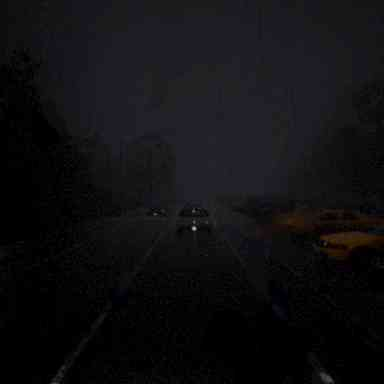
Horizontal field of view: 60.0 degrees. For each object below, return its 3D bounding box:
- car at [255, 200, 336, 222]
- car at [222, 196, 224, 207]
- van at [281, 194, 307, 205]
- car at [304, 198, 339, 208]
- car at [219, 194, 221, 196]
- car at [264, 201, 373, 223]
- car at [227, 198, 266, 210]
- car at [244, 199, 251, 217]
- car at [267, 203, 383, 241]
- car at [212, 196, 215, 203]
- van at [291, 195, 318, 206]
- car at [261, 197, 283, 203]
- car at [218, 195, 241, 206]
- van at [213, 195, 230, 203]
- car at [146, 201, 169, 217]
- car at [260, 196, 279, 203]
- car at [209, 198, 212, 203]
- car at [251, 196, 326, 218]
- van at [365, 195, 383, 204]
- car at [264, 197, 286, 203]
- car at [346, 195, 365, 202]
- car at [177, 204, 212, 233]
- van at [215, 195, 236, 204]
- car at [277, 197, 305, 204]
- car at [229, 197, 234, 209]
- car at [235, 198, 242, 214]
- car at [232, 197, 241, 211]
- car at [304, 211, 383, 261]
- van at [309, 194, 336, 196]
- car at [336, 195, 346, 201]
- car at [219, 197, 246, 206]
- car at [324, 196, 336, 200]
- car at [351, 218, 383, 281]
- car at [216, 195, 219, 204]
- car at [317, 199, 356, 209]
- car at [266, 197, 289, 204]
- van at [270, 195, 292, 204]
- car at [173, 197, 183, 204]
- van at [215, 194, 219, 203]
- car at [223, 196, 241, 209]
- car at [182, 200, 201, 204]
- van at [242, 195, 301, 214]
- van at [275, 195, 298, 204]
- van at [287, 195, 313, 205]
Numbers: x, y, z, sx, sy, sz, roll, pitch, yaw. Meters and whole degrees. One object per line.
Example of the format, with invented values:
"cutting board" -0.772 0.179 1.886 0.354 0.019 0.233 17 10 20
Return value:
"car" 6.982 1.517 21.875 4.892 1.521 2.231 0 0 0
"car" 7.168 1.632 46.861 4.892 1.521 2.231 0 0 0
"van" 20.283 1.493 66.180 4.442 1.987 1.878 0 -1 0
"car" 20.293 1.690 52.194 4.674 1.452 2.002 0 0 0
"car" 7.206 1.546 55.190 4.553 1.767 2.185 0 0 0
"car" 7.153 1.512 19.107 5.366 1.575 1.946 0 0 0
"car" 7.160 1.618 44.085 4.892 1.521 2.231 0 0 0
"car" 7.059 1.564 27.427 4.792 1.488 2.163 0 0 0
"car" 6.762 1.516 16.457 5.366 1.575 1.946 0 0 0
"car" 7.348 1.475 66.295 5.566 2.045 2.435 0 0 0
"van" 20.475 1.466 60.631 4.442 1.987 1.878 0 0 0
"car" 20.539 2.110 85.538 5.008 1.535 2.097 0 -1 0
"car" 7.010 1.641 49.638 5.366 1.575 1.946 0 0 0
"van" 7.582 1.893 85.707 4.442 1.987 1.878 0 -1 0
"car" -3.278 1.619 32.337 2.033 1.411 5.357 0 0 0
"car" 20.533 2.040 88.185 4.553 1.767 2.185 0 -1 0
"car" 7.450 2.060 82.927 5.008 1.535 2.097 0 -1 0
"car" 7.040 1.398 24.655 4.553 1.767 2.185 0 0 0
"van" 20.033 1.329 32.806 4.442 1.987 1.878 0 0 0
"car" 20.518 2.049 82.642 5.008 1.535 2.097 0 -1 0
"car" 20.142 1.317 35.575 5.566 2.045 2.435 0 0 0
"car" 0.127 1.634 19.793 1.895 1.301 4.718 0 0 0
"van" 7.245 1.602 71.831 4.442 1.987 1.878 0 -1 0
"car" 20.424 1.758 68.796 5.008 1.535 2.097 0 -1 0
"car" 7.083 1.619 38.533 4.792 1.488 2.163 0 0 0
"car" 7.042 1.592 32.981 4.792 1.488 2.163 0 0 0
"car" 7.062 1.605 35.757 4.792 1.488 2.163 0 0 0
"car" 6.719 1.535 10.784 5.366 1.575 1.946 0 0 0
"van" 20.392 1.411 49.550 4.442 1.987 1.878 0 0 0
"car" 20.163 1.331 38.345 5.566 2.045 2.435 0 0 0
"car" 7.281 1.739 60.741 4.674 1.452 2.002 0 0 0
"car" 20.227 1.609 43.885 5.008 1.535 2.097 0 0 0
"car" 6.890 1.550 8.007 4.892 1.521 2.231 0 0 0
"car" 7.252 1.685 57.965 5.008 1.535 2.097 0 0 0
"car" 20.257 1.663 46.779 4.674 1.452 2.002 0 0 0
"car" 20.496 1.992 79.873 4.892 1.521 2.231 0 -1 0
"van" 20.598 1.707 77.107 4.442 1.987 1.878 0 -1 0
"car" -2.950 1.843 72.616 1.812 1.442 4.674 0 -1 0
"van" 7.183 1.487 63.519 4.442 1.987 1.878 0 0 0
"car" 6.948 1.600 41.310 5.366 1.575 1.946 0 0 0
"car" 0.188 1.686 36.276 1.895 1.301 4.718 0 0 0
"van" 7.167 1.323 30.205 4.442 1.987 1.878 0 0 0
"van" 20.323 1.591 71.571 4.442 1.987 1.878 0 -1 0
"van" 20.494 1.479 63.276 4.442 1.987 1.878 0 0 0
